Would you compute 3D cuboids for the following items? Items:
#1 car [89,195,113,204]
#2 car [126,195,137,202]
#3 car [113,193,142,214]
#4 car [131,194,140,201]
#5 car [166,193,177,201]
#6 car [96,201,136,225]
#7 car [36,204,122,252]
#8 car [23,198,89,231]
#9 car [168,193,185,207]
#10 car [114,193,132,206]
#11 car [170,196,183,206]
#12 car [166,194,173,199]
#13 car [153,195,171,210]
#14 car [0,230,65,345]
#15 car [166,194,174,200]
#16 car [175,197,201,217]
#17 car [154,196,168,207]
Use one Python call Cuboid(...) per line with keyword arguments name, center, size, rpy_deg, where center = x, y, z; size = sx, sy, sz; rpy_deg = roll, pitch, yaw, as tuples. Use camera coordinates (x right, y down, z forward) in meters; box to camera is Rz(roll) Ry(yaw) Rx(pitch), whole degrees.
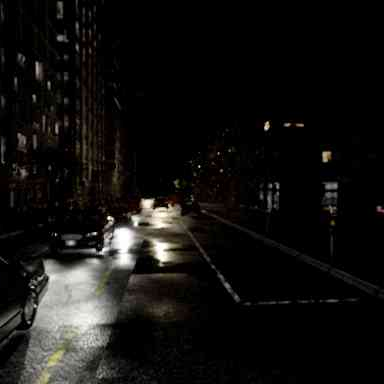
Cuboid(name="car", center=(-8.565, 1.371, 29.593), size=(1.967, 1.590, 4.097), rpy_deg=(-1, 0, -6))
Cuboid(name="car", center=(-12.446, 1.353, 68.874), size=(1.887, 1.381, 4.507), rpy_deg=(-1, 0, -6))
Cuboid(name="car", center=(-6.344, 1.132, 34.226), size=(2.150, 2.045, 5.566), rpy_deg=(0, 0, -4))
Cuboid(name="car", center=(-13.522, 1.300, 79.720), size=(1.752, 1.417, 4.829), rpy_deg=(-1, 0, -6))
Cuboid(name="car", center=(-4.656, 1.085, 75.196), size=(2.192, 1.841, 5.009), rpy_deg=(-1, 0, -6))
Cuboid(name="car", center=(-5.356, 1.544, 23.801), size=(1.895, 1.301, 4.718), rpy_deg=(0, 0, -6))
Cuboid(name="car", center=(-4.367, 1.465, 13.758), size=(2.128, 1.511, 4.902), rpy_deg=(0, 0, -6))
Cuboid(name="car", center=(-7.565, 1.280, 18.569), size=(2.192, 1.841, 5.009), rpy_deg=(-1, 0, -6))
Cuboid(name="car", center=(-1.926, 1.171, 47.659), size=(2.192, 1.841, 5.009), rpy_deg=(-1, 0, -6))
Cuboid(name="car", center=(-10.812, 1.175, 52.349), size=(2.192, 1.841, 5.009), rpy_deg=(-1, 0, -6))
Cuboid(name="car", center=(-2.484, 1.364, 53.336), size=(1.752, 1.417, 4.829), rpy_deg=(-1, 0, -6))
Cuboid(name="car", center=(-6.290, 1.300, 91.719), size=(1.802, 1.307, 4.206), rpy_deg=(-1, 0, -6))
Cuboid(name="car", center=(-3.856, 1.408, 41.125), size=(1.812, 1.442, 4.674), rpy_deg=(0, 0, -6))
Cuboid(name="car", center=(-3.399, 1.551, 4.066), size=(2.033, 1.411, 5.357), rpy_deg=(0, 0, -6))
Cuboid(name="car", center=(-5.744, 1.301, 86.212), size=(1.947, 1.339, 4.313), rpy_deg=(-1, 0, -6))
Cuboid(name="car", center=(-0.199, 1.461, 30.406), size=(2.008, 1.369, 4.403), rpy_deg=(-1, 0, -6))
Cuboid(name="car", center=(-4.844, 1.399, 50.989), size=(2.033, 1.411, 5.357), rpy_deg=(0, 0, -6))
